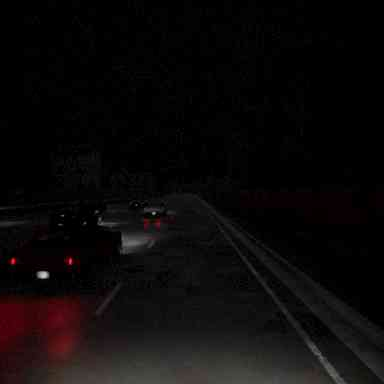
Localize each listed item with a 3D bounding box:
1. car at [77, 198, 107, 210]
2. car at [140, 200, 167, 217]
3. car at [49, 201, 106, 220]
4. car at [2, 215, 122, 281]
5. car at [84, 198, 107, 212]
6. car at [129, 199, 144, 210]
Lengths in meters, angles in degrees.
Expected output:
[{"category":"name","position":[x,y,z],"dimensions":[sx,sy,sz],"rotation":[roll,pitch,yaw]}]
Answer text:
[{"category":"car","position":[-13.433,1.554,45.015],"dimensions":[2.033,1.411,5.357],"rotation":[0,0,4]},{"category":"car","position":[-3.382,1.602,31.681],"dimensions":[1.895,1.301,4.718],"rotation":[0,0,0]},{"category":"car","position":[-6.887,1.508,20.035],"dimensions":[1.837,1.490,4.892],"rotation":[0,0,0]},{"category":"car","position":[-3.394,1.602,9.813],"dimensions":[1.895,1.301,4.718],"rotation":[0,0,0]},{"category":"car","position":[-10.381,1.482,35.177],"dimensions":[1.882,1.535,5.008],"rotation":[0,0,0]},{"category":"car","position":[-6.876,1.567,43.146],"dimensions":[1.994,1.385,4.181],"rotation":[0,0,0]}]
